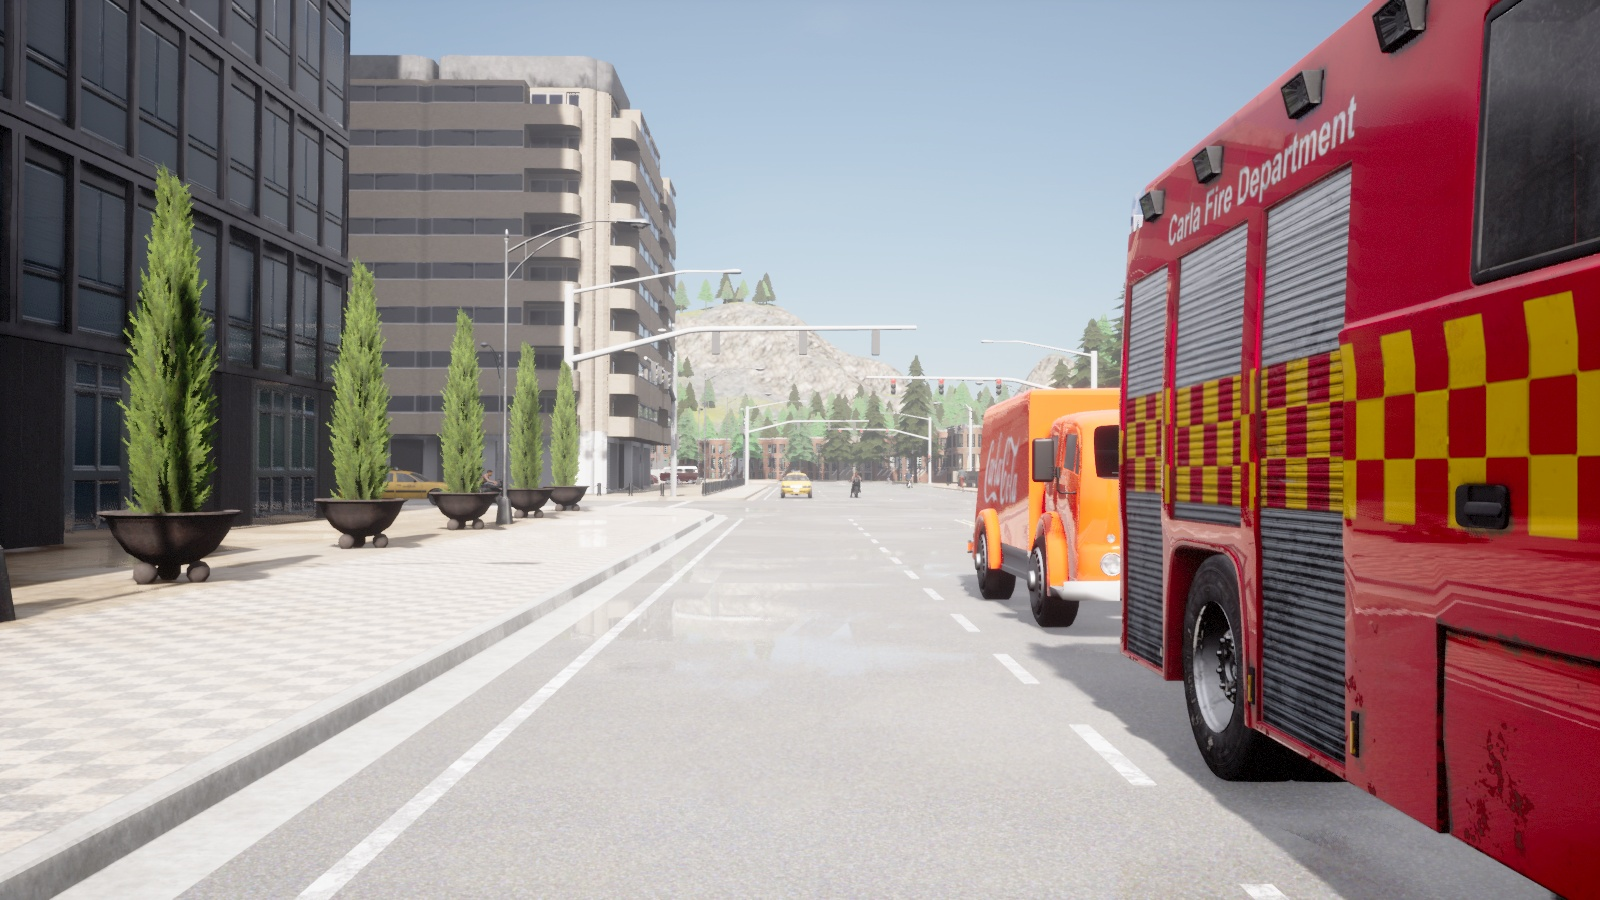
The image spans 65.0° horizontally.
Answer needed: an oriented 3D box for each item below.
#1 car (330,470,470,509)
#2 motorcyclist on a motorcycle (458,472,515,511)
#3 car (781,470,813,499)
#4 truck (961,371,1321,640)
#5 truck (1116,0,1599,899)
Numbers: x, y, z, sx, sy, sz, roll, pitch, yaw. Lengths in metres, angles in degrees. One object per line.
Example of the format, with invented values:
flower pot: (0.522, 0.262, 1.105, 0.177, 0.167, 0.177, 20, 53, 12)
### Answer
car: (-16.922, 1.659, 53.309, 5.366, 1.575, 1.801, 0, -1, 0)
motorcyclist on a motorcycle: (-12.417, 1.625, 49.796, 2.044, 1.523, 0.797, 0, -1, 0)
car: (-0.191, 1.982, 73.270, 1.801, 1.575, 5.366, 0, -1, 0)
truck: (3.465, 0.551, 14.149, 2.627, 2.467, 5.204, 0, -1, 0)
truck: (3.485, -0.301, 3.774, 2.891, 3.827, 8.468, 0, -1, 0)
